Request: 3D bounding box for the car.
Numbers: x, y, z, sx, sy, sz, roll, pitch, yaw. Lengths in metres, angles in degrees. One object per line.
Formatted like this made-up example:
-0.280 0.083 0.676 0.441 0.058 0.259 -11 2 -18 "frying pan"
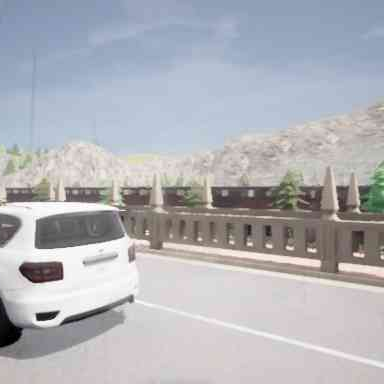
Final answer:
-3.531 1.209 6.452 5.566 2.045 2.150 0 0 35 "car"
